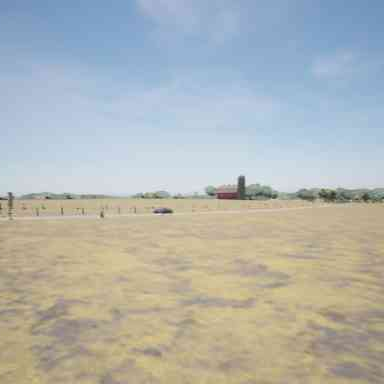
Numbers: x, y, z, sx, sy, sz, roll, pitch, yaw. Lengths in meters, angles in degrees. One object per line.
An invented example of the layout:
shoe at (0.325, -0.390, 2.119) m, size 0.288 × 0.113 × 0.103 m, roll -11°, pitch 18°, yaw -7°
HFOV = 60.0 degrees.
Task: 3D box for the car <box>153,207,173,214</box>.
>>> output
car at (-5.606, 3.566, 63.957) m, size 1.994 × 1.385 × 4.181 m, roll -1°, pitch -3°, yaw 35°
